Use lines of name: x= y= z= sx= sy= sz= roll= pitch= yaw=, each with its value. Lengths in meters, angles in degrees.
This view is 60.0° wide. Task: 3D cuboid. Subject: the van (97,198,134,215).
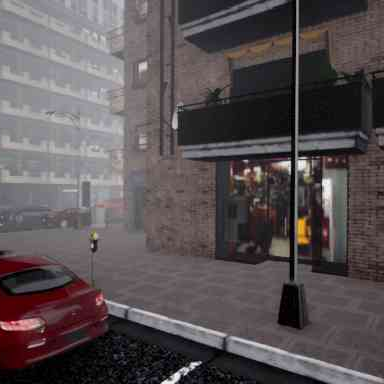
van: x=-8.641 y=1.604 z=37.812 sx=1.690 sy=1.788 sz=3.998 roll=0 pitch=-1 yaw=36

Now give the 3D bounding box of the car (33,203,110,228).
car: x=-8.462 y=1.754 z=23.693 sx=1.887 sy=1.381 sz=4.507 roll=0 pitch=-1 yaw=36

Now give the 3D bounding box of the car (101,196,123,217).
car: x=-7.765 y=1.483 z=34.604 sx=2.150 sy=2.045 sz=5.566 roll=1 pitch=0 yaw=36

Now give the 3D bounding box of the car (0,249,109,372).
car: x=-3.080 y=1.581 z=5.198 sx=4.206 sy=1.307 sz=1.802 roll=0 pitch=0 yaw=36

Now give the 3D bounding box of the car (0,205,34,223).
car: x=-13.245 y=1.726 z=26.969 sx=1.994 sy=1.385 sz=4.181 roll=1 pitch=0 yaw=36
